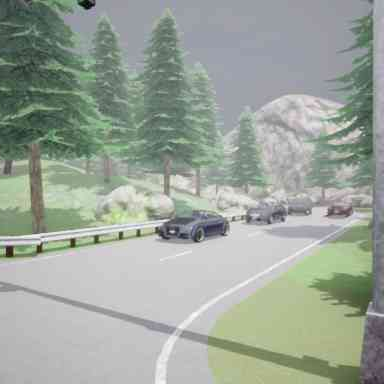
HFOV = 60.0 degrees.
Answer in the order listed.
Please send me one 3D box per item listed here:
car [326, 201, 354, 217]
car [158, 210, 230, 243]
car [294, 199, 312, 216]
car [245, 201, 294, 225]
[{"bbox_3d":[13.977,1.614,31.339,1.812,1.442,4.674,0,-1,31],"label":"car"},{"bbox_3d":[0.204,1.581,16.422,1.994,1.385,4.181,0,0,33],"label":"car"},{"bbox_3d":[10.908,1.536,33.507,1.837,1.490,4.892,0,0,26],"label":"car"},{"bbox_3d":[5.592,1.516,24.781,2.128,1.511,4.902,0,0,33],"label":"car"}]
